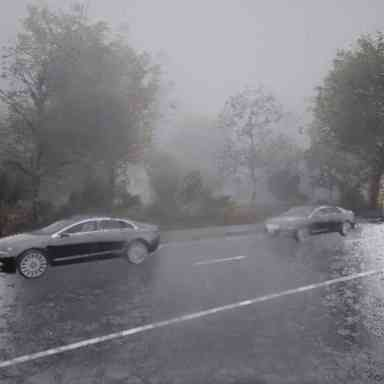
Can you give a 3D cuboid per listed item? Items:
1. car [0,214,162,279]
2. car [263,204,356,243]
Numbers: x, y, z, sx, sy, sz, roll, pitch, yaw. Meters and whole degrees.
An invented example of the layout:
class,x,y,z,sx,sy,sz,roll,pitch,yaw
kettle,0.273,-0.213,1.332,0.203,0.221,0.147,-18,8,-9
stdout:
class,x,y,z,sx,sy,sz,roll,pitch,yaw
car,-3.284,1.452,10.004,4.902,1.511,2.128,0,0,-34
car,5.474,1.343,15.366,4.902,1.511,2.128,-1,1,-30
